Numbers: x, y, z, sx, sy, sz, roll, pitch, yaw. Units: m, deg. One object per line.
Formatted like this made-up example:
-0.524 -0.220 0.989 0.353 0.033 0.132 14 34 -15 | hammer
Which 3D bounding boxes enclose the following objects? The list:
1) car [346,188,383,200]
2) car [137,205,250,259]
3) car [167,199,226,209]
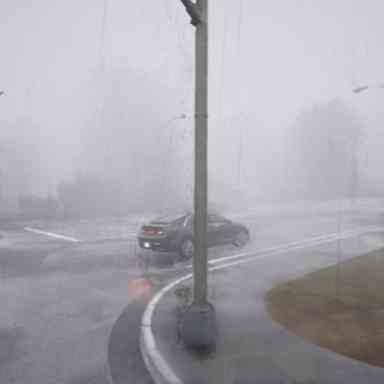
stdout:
20.674 0.185 39.861 4.718 1.301 1.895 -4 2 -27 | car
0.244 1.452 12.566 4.892 1.490 1.837 -1 -1 -45 | car
0.449 1.267 26.676 5.357 1.411 2.033 -2 2 -39 | car
